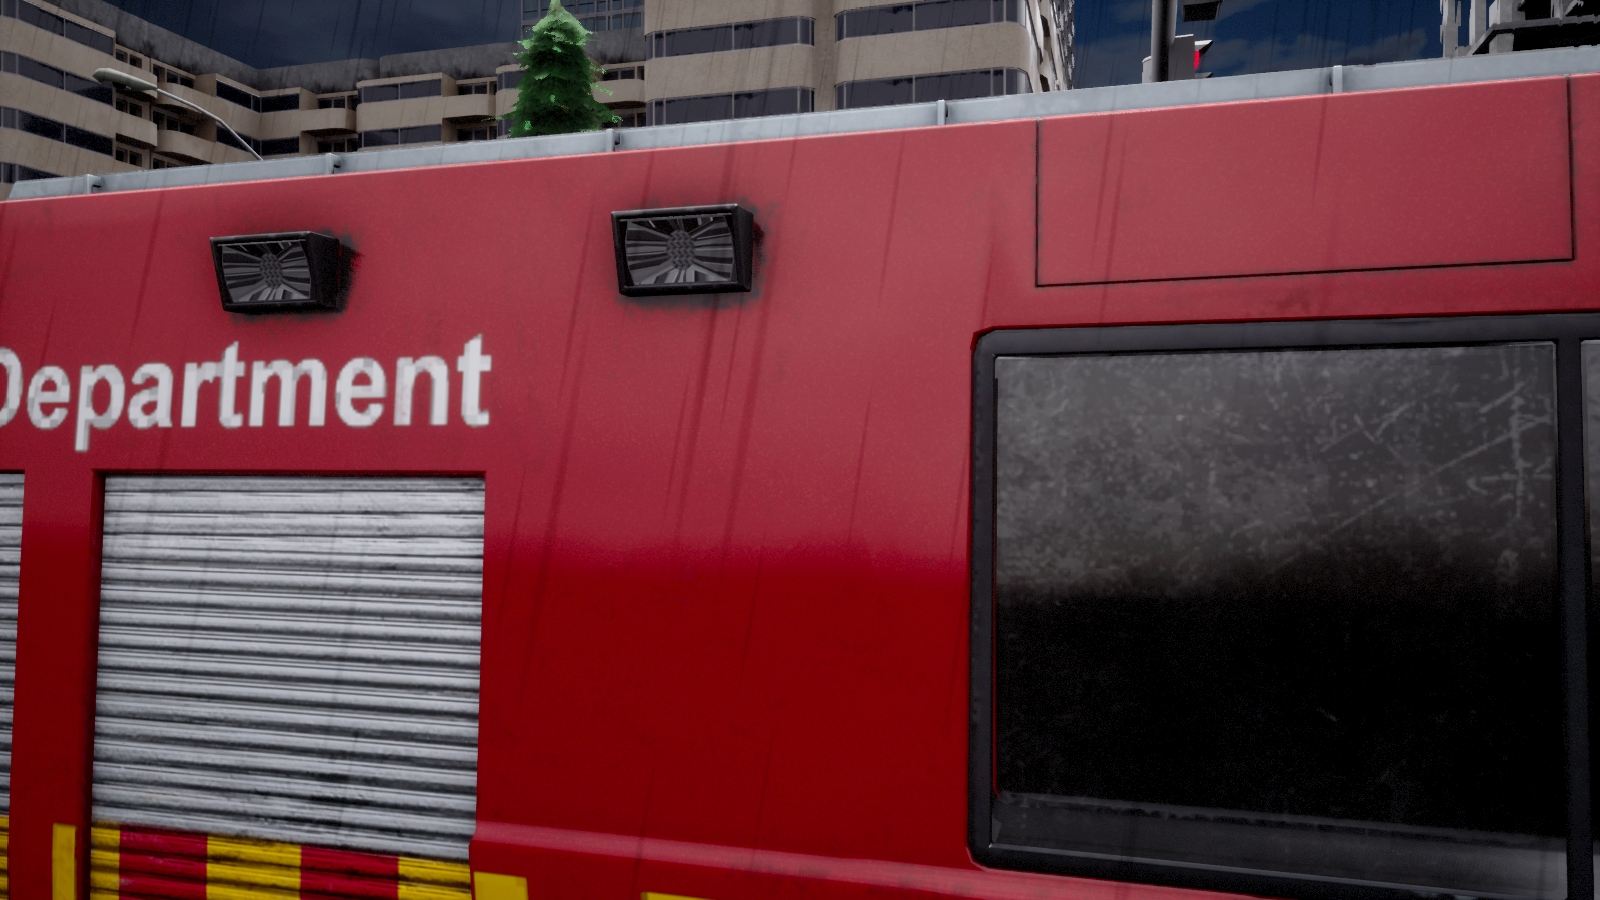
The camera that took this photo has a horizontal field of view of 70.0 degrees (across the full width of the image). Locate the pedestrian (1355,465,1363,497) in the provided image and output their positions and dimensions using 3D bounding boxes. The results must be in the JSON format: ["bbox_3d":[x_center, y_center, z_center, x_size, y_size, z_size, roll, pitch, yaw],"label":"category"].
[{"bbox_3d":[33.067,1.835,67.540,0.375,1.860,0.375,0,0,16],"label":"pedestrian"}]

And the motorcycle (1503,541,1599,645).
[{"bbox_3d":[11.678,2.155,17.664,0.764,1.307,2.356,0,0,16],"label":"motorcycle"}]

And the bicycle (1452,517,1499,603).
[{"bbox_3d":[12.838,2.060,21.743,0.329,1.471,1.835,0,0,16],"label":"bicycle"}]

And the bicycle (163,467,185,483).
[{"bbox_3d":[-53.202,2.130,97.112,1.487,1.276,0.859,0,0,15],"label":"bicycle"}]
